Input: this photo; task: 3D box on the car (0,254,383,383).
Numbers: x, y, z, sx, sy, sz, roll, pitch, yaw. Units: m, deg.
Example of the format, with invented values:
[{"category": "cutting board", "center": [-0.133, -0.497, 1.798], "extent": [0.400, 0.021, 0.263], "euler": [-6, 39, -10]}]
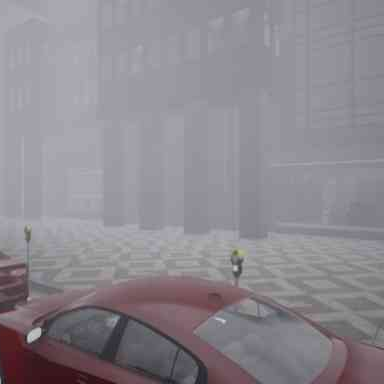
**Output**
[{"category": "car", "center": [-0.417, 1.542, 3.262], "extent": [4.507, 1.381, 1.887], "euler": [0, 0, 36]}]

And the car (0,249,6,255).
[{"category": "car", "center": [-5.002, 1.535, 6.540], "extent": [4.507, 1.381, 1.887], "euler": [0, 0, 36]}]
